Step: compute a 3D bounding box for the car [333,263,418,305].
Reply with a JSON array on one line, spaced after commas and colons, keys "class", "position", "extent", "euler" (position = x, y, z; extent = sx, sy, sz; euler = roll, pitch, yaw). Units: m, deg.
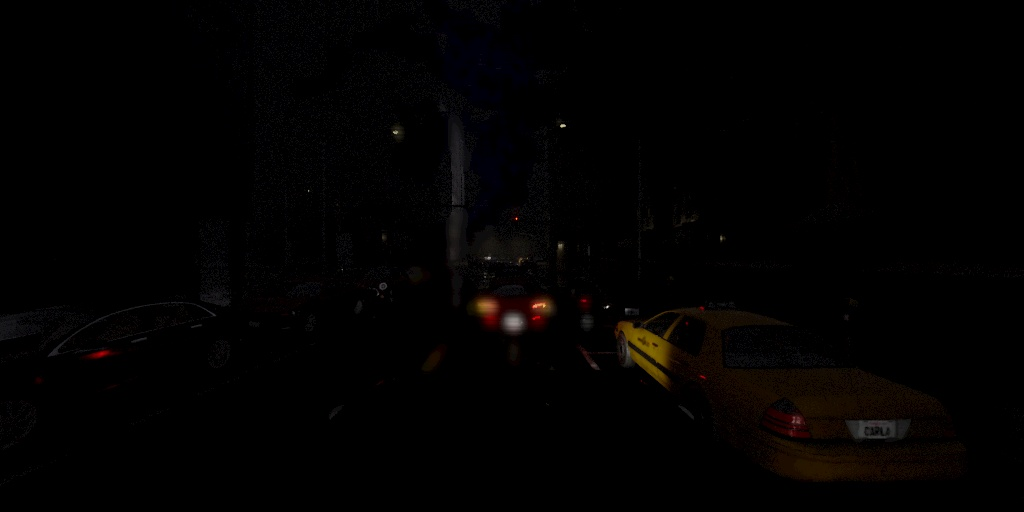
[{"class": "car", "position": [-5.776, 1.190, 15.747], "extent": [1.967, 1.591, 4.097], "euler": [0, 0, 0]}]

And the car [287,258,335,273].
[{"class": "car", "position": [-17.911, 0.922, 32.649], "extent": [4.902, 1.511, 2.128], "euler": [1, 0, 0]}]

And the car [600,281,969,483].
[{"class": "car", "position": [2.760, 1.275, 5.015], "extent": [1.751, 1.417, 4.829], "euler": [0, 0, 0]}]

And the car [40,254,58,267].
[{"class": "car", "position": [-48.225, 0.417, 35.712], "extent": [4.181, 1.385, 1.994], "euler": [1, 0, 0]}]

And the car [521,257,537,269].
[{"class": "car", "position": [2.708, 1.202, 53.183], "extent": [1.967, 1.591, 4.097], "euler": [0, 0, 0]}]

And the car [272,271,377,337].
[{"class": "car", "position": [-5.771, 1.295, 10.290], "extent": [1.888, 1.381, 4.507], "euler": [0, 0, 0]}]

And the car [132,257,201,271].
[{"class": "car", "position": [-31.292, 0.772, 32.613], "extent": [4.718, 1.301, 1.895], "euler": [1, 0, 0]}]

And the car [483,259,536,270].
[{"class": "car", "position": [-0.384, 1.321, 36.871], "extent": [2.033, 1.411, 5.357], "euler": [1, 0, -38]}]

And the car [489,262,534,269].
[{"class": "car", "position": [0.000, 1.256, 19.002], "extent": [1.837, 1.490, 4.892], "euler": [0, 0, 0]}]

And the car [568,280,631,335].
[{"class": "car", "position": [2.755, 1.316, 10.302], "extent": [1.948, 1.339, 4.313], "euler": [0, 0, 0]}]

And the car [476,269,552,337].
[{"class": "car", "position": [0.061, 1.276, 10.135], "extent": [1.812, 1.442, 4.674], "euler": [0, 0, 0]}]

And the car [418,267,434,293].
[{"class": "car", "position": [-5.782, 1.277, 21.034], "extent": [1.751, 1.417, 4.829], "euler": [0, 0, 0]}]

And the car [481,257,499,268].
[{"class": "car", "position": [-3.141, 1.288, 54.063], "extent": [1.812, 1.442, 4.674], "euler": [0, 0, 0]}]

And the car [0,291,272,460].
[{"class": "car", "position": [-5.764, 1.300, 4.833], "extent": [2.007, 1.370, 4.403], "euler": [0, 0, 0]}]

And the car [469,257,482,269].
[{"class": "car", "position": [-5.823, 1.079, 58.612], "extent": [2.192, 1.841, 5.009], "euler": [0, 0, 0]}]
